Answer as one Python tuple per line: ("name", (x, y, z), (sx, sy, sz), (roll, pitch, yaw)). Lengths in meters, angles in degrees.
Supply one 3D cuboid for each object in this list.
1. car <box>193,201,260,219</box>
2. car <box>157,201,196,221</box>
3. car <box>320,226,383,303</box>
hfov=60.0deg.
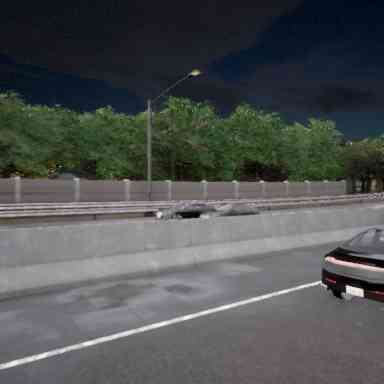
("car", (2.700, 1.500, 22.958), (4.674, 1.442, 1.812), (0, 0, -35))
("car", (-0.334, 1.470, 25.112), (4.902, 1.511, 2.128), (0, 0, -35))
("car", (4.767, 1.484, 7.091), (4.902, 1.511, 2.128), (0, 0, -35))
